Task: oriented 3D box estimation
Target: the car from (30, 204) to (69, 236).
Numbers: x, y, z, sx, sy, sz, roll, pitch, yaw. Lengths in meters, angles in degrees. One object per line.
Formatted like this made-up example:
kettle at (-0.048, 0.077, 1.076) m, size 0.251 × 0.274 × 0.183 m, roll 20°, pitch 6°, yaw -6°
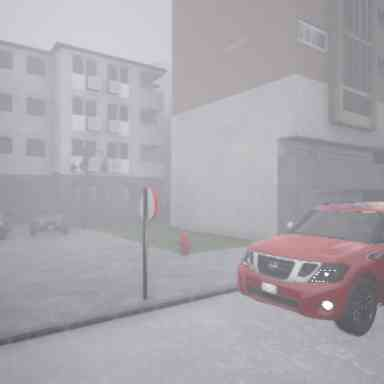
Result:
car at (-7.716, 1.429, 17.940) m, size 1.816 × 1.474 × 4.193 m, roll 0°, pitch 0°, yaw -25°

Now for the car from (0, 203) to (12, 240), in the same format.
car at (-10.037, 1.351, 16.113) m, size 2.242 × 1.667 × 4.611 m, roll 0°, pitch 0°, yaw -25°

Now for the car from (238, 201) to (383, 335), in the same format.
car at (3.528, 1.244, 7.118) m, size 5.566 × 2.045 × 2.150 m, roll 0°, pitch 0°, yaw -35°
